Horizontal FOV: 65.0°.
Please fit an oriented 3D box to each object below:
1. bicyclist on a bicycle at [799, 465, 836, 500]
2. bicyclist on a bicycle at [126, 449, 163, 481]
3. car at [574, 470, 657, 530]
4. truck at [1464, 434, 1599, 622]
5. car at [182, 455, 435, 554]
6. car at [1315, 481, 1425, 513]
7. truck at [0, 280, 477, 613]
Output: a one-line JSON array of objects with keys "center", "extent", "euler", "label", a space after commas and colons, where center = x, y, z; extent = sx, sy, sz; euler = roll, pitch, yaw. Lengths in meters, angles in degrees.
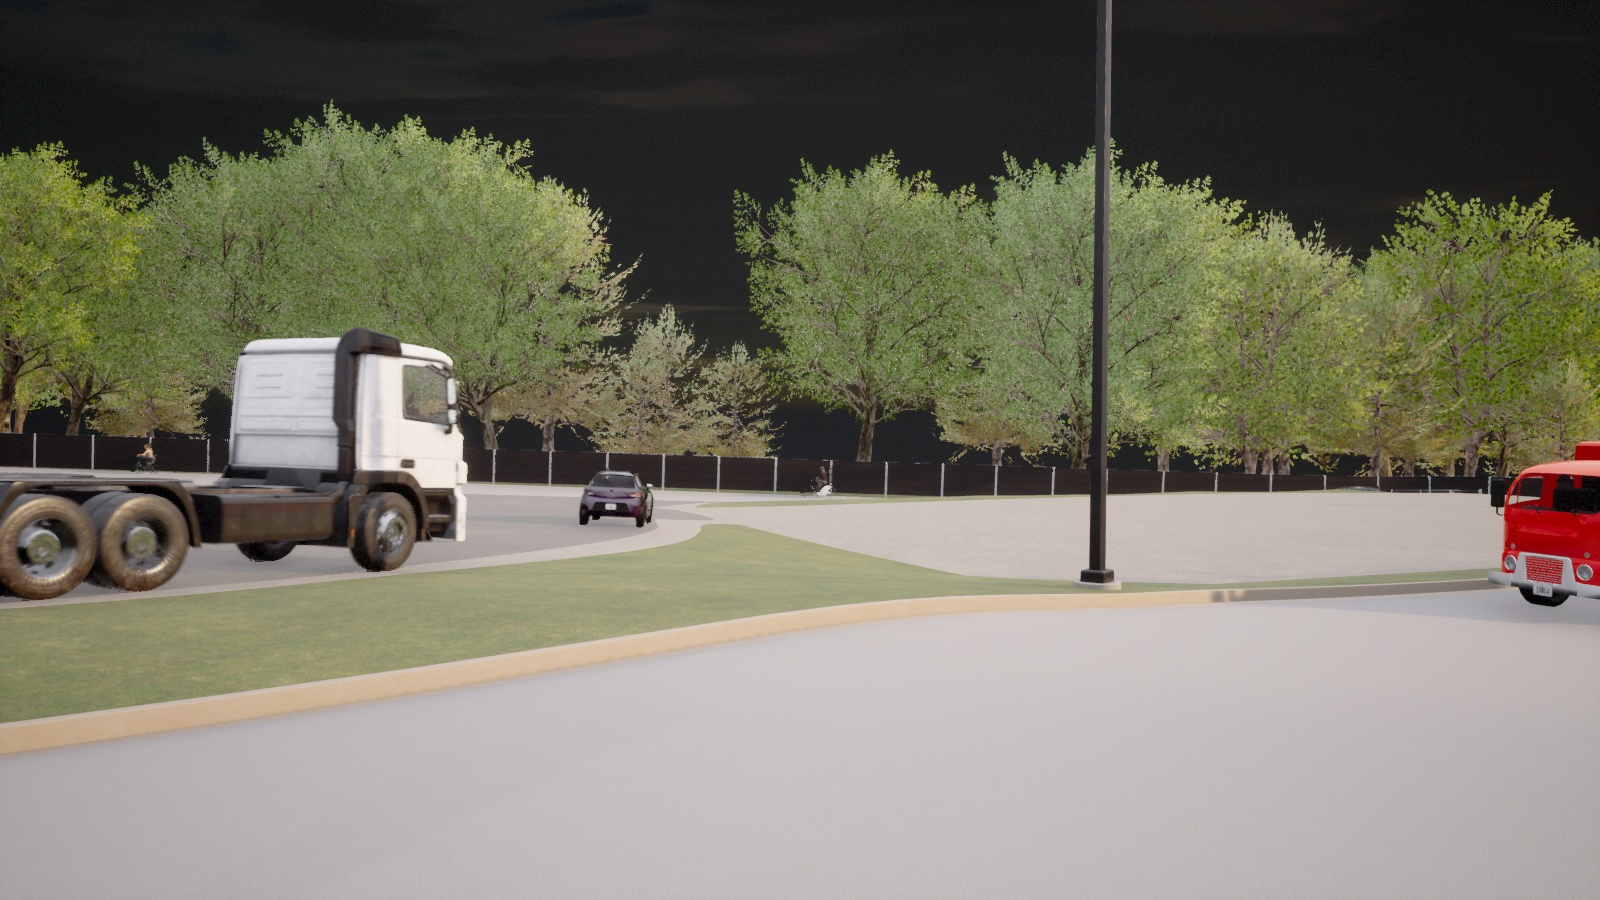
[{"center": [0.935, 1.761, 67.859], "extent": [1.843, 1.776, 0.659], "euler": [1, 2, -6], "label": "bicyclist on a bicycle"}, {"center": [-35.066, 0.787, 67.153], "extent": [1.509, 1.612, 0.866], "euler": [2, 2, 5], "label": "bicyclist on a bicycle"}, {"center": [-5.060, 1.341, 34.908], "extent": [1.816, 1.474, 4.193], "euler": [2, -1, -3], "label": "car"}, {"center": [12.802, 1.018, 18.327], "extent": [5.204, 2.467, 2.627], "euler": [0, 2, -20], "label": "truck"}, {"center": [-9.303, 0.990, 24.307], "extent": [2.033, 1.649, 4.856], "euler": [2, -1, 15], "label": "car"}, {"center": [29.792, 2.441, 65.735], "extent": [4.892, 1.490, 1.837], "euler": [1, 2, 2], "label": "car"}, {"center": [-8.157, 0.011, 16.623], "extent": [2.891, 3.462, 7.936], "euler": [1, -1, 27], "label": "truck"}]
